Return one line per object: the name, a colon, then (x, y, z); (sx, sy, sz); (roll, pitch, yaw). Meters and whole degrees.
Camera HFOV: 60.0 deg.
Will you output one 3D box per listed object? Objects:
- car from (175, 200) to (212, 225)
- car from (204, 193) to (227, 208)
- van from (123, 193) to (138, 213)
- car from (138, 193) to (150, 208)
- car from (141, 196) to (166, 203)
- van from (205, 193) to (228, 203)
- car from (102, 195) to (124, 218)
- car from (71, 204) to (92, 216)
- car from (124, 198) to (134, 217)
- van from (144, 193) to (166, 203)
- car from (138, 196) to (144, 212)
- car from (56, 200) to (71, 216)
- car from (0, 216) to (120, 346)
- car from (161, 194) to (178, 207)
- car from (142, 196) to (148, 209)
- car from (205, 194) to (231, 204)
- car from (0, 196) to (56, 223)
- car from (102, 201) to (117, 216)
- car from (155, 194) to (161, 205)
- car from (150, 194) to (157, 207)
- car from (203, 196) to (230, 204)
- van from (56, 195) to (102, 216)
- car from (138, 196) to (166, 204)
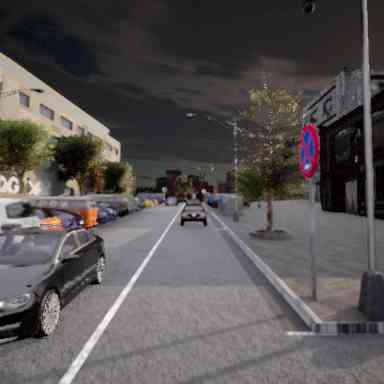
car: (0.121, 1.538, 23.923); (2.033, 1.411, 5.357); (0, 0, 0)
car: (4.917, 1.452, 58.108); (5.366, 1.575, 1.946); (0, 0, 0)
van: (-7.507, 1.242, 30.044); (4.442, 1.987, 1.878); (0, 0, 0)
car: (-7.584, 1.339, 38.423); (4.553, 1.767, 2.185); (0, 0, 0)
car: (-7.620, 1.507, 66.340); (4.792, 1.488, 2.163); (0, 0, 0)
van: (4.856, 1.254, 66.593); (4.442, 1.987, 1.878); (0, -1, 0)
car: (-7.659, 1.345, 24.455); (4.553, 1.767, 2.185); (0, 0, 0)
car: (-7.664, 1.503, 16.074); (4.792, 1.488, 2.163); (0, 0, 0)
car: (-7.621, 1.469, 27.125); (5.008, 1.535, 2.097); (0, 0, 0)
van: (-7.705, 1.293, 69.130); (4.442, 1.987, 1.878); (0, -1, 0)
car: (-7.627, 1.468, 32.837); (4.892, 1.521, 2.231); (0, 0, 0)
car: (-7.607, 1.349, 13.282); (4.553, 1.767, 2.185); (0, 0, 0)
car: (-3.094, 1.489, 6.662); (2.128, 1.511, 4.902); (0, 0, 0)
car: (-3.031, 1.472, 49.997); (2.128, 1.511, 4.902); (0, 0, 0)
car: (-7.612, 1.467, 35.631); (4.892, 1.521, 2.231); (0, 0, 0)
car: (4.703, 1.329, 61.026); (4.553, 1.767, 2.185); (0, 0, 0)
car: (-7.669, 1.225, 10.487); (5.566, 2.045, 2.435); (0, 0, 0)
car: (-7.628, 1.512, 21.663); (4.674, 1.452, 2.002); (0, 0, 0)
car: (-7.633, 1.488, 52.393); (4.792, 1.488, 2.163); (0, 0, 0)
car: (-7.796, 1.459, 44.012); (5.366, 1.575, 1.946); (0, 0, 0)
car: (4.742, 1.458, 63.816); (5.008, 1.535, 2.097); (0, 0, 0)
van: (-7.750, 1.247, 18.869); (4.442, 1.987, 1.878); (0, 0, 0)
car: (-7.593, 1.458, 63.508); (5.008, 1.535, 2.097); (0, 0, 0)
